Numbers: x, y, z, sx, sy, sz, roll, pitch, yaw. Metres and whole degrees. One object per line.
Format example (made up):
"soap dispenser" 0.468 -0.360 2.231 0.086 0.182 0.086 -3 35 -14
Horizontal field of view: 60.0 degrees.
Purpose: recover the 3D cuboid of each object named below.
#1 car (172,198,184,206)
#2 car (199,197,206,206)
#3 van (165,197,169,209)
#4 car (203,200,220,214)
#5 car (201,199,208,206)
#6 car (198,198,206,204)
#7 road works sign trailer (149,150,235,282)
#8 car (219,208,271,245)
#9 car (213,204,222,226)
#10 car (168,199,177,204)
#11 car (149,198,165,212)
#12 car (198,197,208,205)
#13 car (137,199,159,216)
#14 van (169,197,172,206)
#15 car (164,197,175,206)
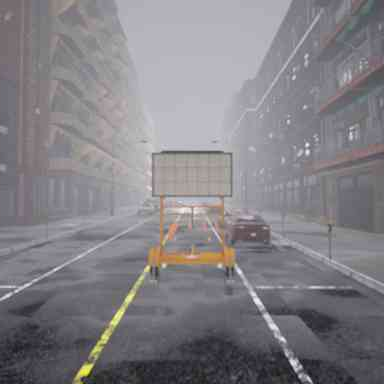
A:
"car" -2.610 2.300 70.257 2.033 1.411 5.357 0 -1 0
"car" 2.705 2.178 60.545 1.887 1.381 4.507 1 -1 0
"van" -5.181 1.908 55.093 1.690 1.788 3.998 2 -1 0
"car" 2.660 1.927 38.423 1.887 1.381 4.507 1 -1 0
"car" 2.671 1.993 43.954 2.008 1.369 4.403 1 -1 0
"car" 2.739 2.499 93.731 1.967 1.590 4.097 1 -1 0
"road works sign trailer" 0.008 0.556 9.997 2.380 3.560 2.880 0 -1 0
"car" 2.615 1.698 16.302 1.887 1.381 4.507 1 -1 0
"car" 2.627 1.734 22.004 1.752 1.417 4.829 1 -1 0
"car" -5.121 2.550 88.273 1.947 1.339 4.313 1 -1 0
"car" -5.203 1.758 44.036 2.192 1.841 5.009 2 -1 0
"car" 2.720 2.225 82.670 2.192 1.841 5.009 1 -1 0
"car" -5.220 1.906 38.332 1.752 1.417 4.829 2 -1 0
"van" -5.171 1.975 60.625 1.690 1.788 3.998 1 -1 0
"car" -5.137 2.155 77.215 2.192 1.841 5.009 1 -1 0
